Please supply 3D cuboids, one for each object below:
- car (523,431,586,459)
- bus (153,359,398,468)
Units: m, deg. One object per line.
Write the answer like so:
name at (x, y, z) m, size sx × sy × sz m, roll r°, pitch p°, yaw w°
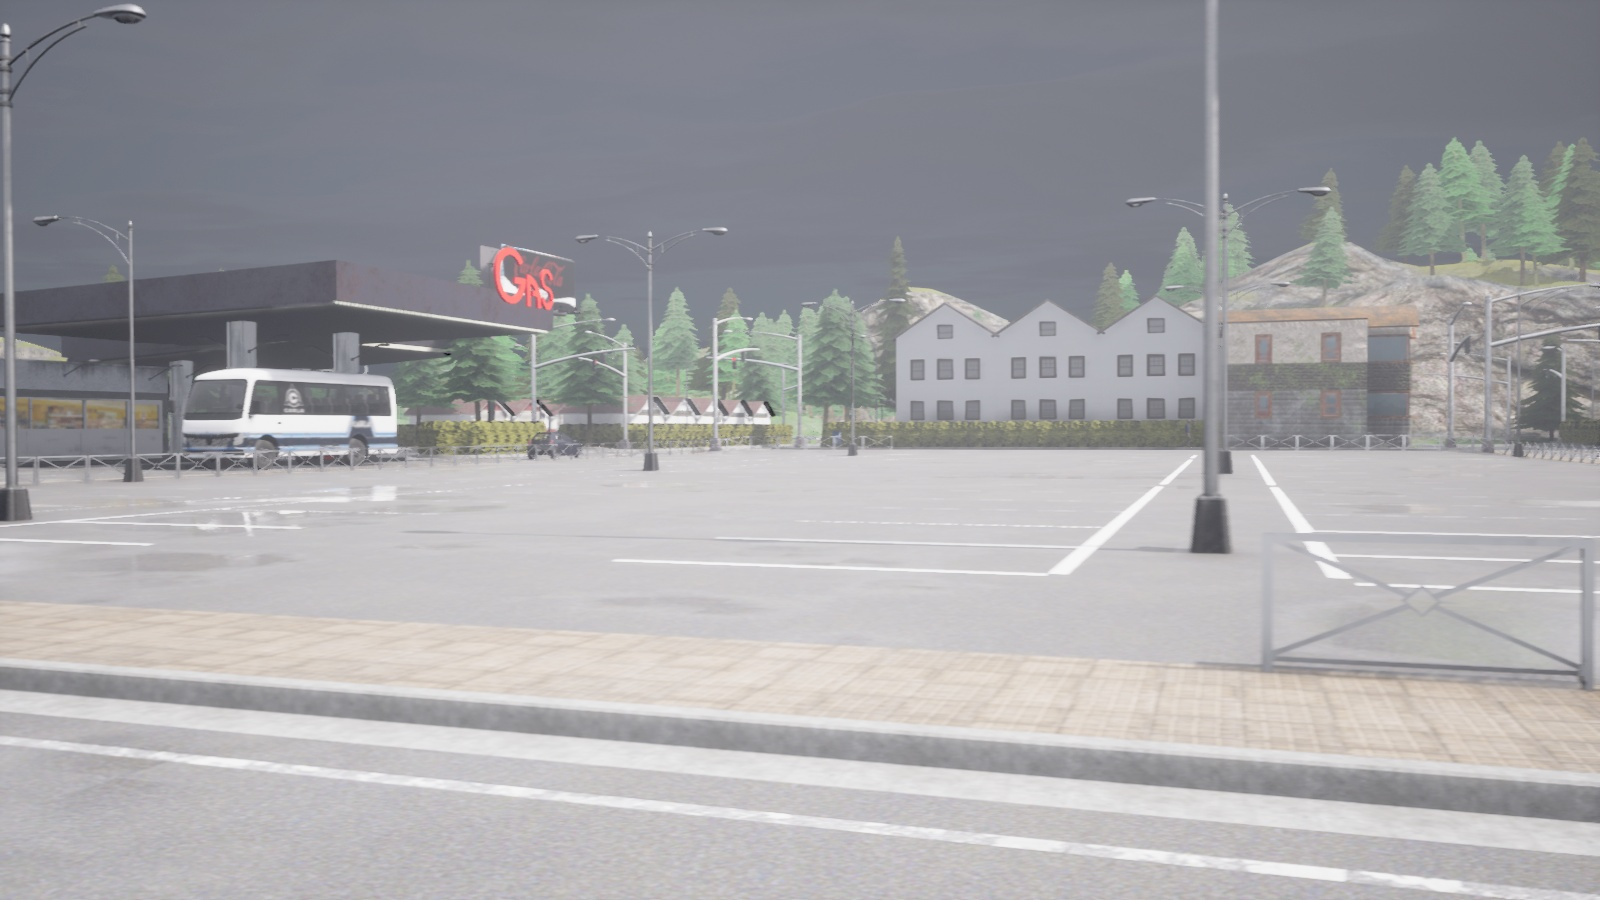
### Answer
car at (-13.462, -0.316, 69.067) m, size 1.845 × 1.501 × 3.633 m, roll 1°, pitch 1°, yaw 19°
bus at (-22.330, -1.506, 54.468) m, size 3.944 × 4.253 × 10.273 m, roll 1°, pitch 1°, yaw 19°
